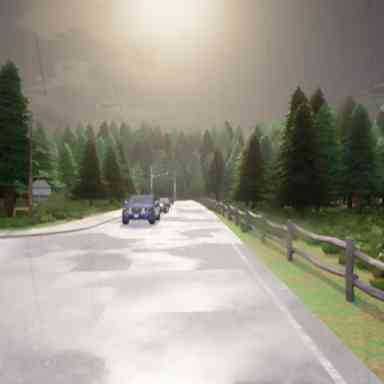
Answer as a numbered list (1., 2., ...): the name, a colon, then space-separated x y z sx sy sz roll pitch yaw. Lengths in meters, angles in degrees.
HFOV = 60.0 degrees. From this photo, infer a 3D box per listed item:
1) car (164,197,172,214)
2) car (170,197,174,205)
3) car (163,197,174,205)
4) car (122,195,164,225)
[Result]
1. car: -3.543 1.564 34.924 1.994 1.385 4.181 0 0 0
2. car: -3.943 1.534 47.484 1.812 1.442 4.674 0 0 -1
3. car: -4.215 1.631 60.628 1.895 1.301 4.718 0 0 -2
4. car: -3.623 1.222 24.690 2.150 2.045 5.566 0 0 1
